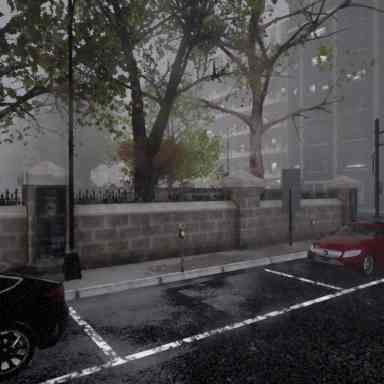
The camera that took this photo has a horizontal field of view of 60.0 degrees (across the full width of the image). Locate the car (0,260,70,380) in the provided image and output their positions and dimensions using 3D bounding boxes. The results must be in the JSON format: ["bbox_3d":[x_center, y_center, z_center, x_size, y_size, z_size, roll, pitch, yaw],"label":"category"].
[{"bbox_3d":[-3.723,1.566,3.936,4.313,1.339,1.947,0,0,-35],"label":"car"}]

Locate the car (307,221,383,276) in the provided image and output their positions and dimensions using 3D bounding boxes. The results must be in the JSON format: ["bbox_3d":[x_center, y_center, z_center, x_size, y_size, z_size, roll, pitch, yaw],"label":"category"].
[{"bbox_3d":[5.356,1.581,10.269,4.206,1.307,1.802,0,0,-35],"label":"car"}]
